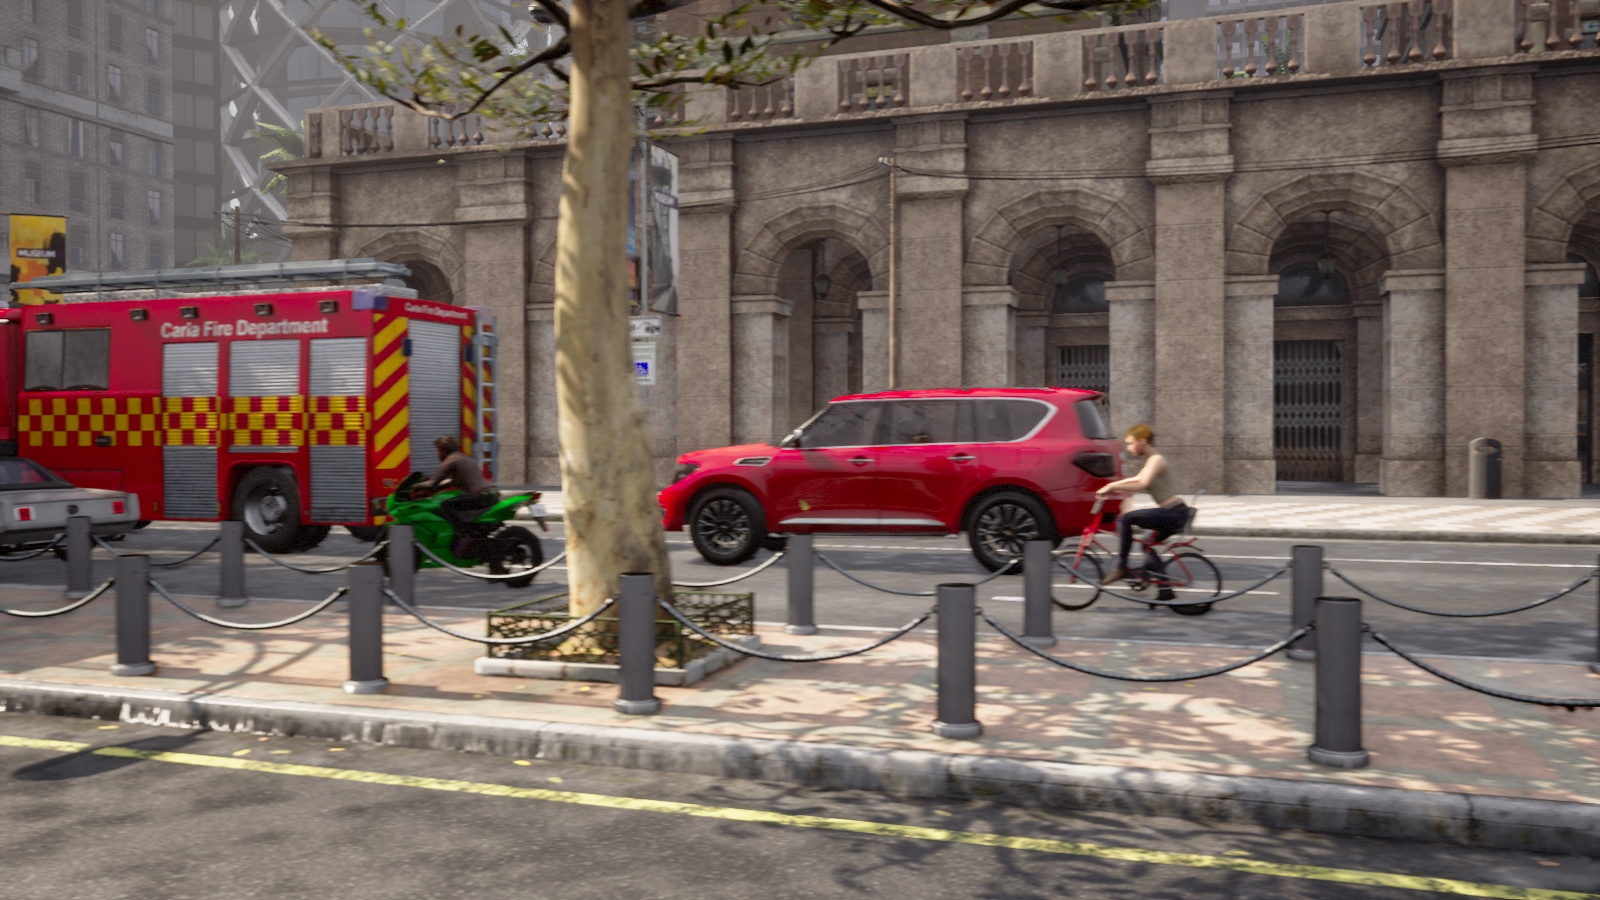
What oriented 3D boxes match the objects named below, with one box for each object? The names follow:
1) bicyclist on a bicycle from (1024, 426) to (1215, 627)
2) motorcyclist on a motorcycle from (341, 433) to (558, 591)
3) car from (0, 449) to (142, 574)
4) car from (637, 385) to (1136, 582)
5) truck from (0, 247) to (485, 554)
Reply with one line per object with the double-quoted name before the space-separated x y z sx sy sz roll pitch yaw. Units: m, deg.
"bicyclist on a bicycle" 2.736 0.602 10.717 1.509 1.612 0.866 1 1 18
"motorcyclist on a motorcycle" -3.578 0.590 12.836 2.044 1.523 0.797 1 1 19
"car" -10.499 0.646 15.091 4.718 1.301 1.895 1 1 20
"car" 1.052 0.310 14.969 5.566 2.045 2.150 1 1 18
"truck" -9.082 -0.666 18.363 8.468 3.827 2.891 1 1 19
